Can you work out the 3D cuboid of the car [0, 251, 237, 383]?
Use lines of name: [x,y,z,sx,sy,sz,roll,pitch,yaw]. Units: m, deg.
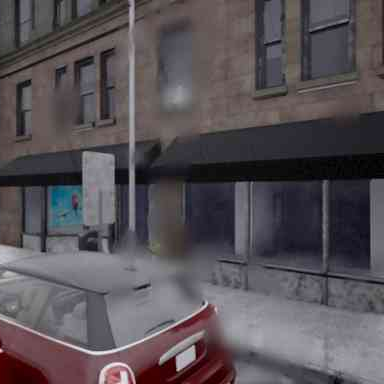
car: [-1.629,1.449,3.977,4.097,1.590,1.967,0,0,36]
